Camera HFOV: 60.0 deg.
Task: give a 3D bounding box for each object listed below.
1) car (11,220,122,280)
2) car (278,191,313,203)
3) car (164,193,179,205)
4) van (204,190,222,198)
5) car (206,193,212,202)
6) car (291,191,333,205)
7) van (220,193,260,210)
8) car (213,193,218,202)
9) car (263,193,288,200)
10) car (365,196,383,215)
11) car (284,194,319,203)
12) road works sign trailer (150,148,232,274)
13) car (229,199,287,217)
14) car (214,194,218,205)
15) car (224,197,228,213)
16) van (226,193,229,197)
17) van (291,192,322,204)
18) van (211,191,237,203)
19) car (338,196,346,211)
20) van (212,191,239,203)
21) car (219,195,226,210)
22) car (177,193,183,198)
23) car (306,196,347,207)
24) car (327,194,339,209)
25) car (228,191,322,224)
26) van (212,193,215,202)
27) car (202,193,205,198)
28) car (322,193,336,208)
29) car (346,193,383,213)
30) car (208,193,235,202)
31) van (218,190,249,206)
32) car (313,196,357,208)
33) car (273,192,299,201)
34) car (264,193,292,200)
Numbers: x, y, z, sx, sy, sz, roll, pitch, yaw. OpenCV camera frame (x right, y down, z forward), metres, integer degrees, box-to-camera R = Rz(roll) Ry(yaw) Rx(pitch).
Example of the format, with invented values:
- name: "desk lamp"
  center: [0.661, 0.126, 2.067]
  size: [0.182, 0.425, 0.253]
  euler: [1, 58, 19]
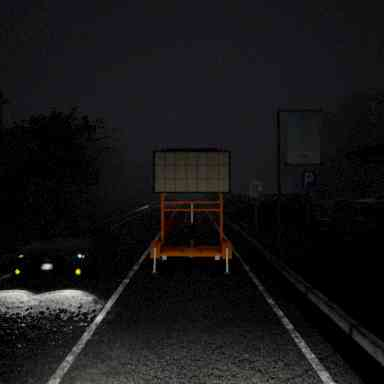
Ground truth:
- name: "car"
  center: [-3.372, 1.538, 9.737]
  size: [1.994, 1.385, 4.181]
  euler: [0, 0, 0]
- name: "car"
  center: [18.654, 0.833, 60.276]
  size: [5.566, 2.045, 2.435]
  euler: [0, 1, 0]
- name: "car"
  center: [-3.464, 1.292, 50.954]
  size: [1.895, 1.301, 4.718]
  euler: [0, 1, 0]
- name: "van"
  center: [5.338, 0.540, 84.946]
  size: [4.442, 1.987, 1.878]
  euler: [0, 1, 0]
- name: "car"
  center: [5.540, 0.911, 54.112]
  size: [5.566, 2.045, 2.435]
  euler: [0, 1, 0]
- name: "car"
  center: [18.684, 0.940, 51.949]
  size: [5.566, 2.045, 2.435]
  euler: [0, 1, 0]
- name: "van"
  center: [5.736, 1.075, 40.092]
  size: [4.442, 1.987, 1.878]
  euler: [0, 0, 0]
- name: "car"
  center: [5.596, 1.297, 45.704]
  size: [4.674, 1.452, 2.002]
  euler: [0, 1, 0]
- name: "car"
  center: [18.580, 0.907, 74.157]
  size: [4.892, 1.521, 2.231]
  euler: [0, 1, 0]
- name: "car"
  center: [18.743, 1.360, 29.741]
  size: [5.008, 1.535, 2.097]
  euler: [0, 0, 0]
- name: "car"
  center: [18.821, 1.117, 57.504]
  size: [5.366, 1.575, 1.946]
  euler: [0, 1, 0]
- name: "road works sign trailer"
  center: [0.002, 0.435, 10.495]
  size: [2.380, 3.560, 2.880]
  euler: [0, 0, 2]
- name: "car"
  center: [5.664, 1.404, 28.878]
  size: [4.674, 1.452, 2.002]
  euler: [0, 0, 0]
- name: "car"
  center: [5.639, 1.312, 42.897]
  size: [4.792, 1.488, 2.163]
  euler: [0, 0, 0]
- name: "car"
  center: [5.486, 1.375, 26.074]
  size: [5.366, 1.575, 1.946]
  euler: [0, 0, 0]
- name: "van"
  center: [5.767, 1.124, 31.681]
  size: [4.442, 1.987, 1.878]
  euler: [0, 0, 0]
- name: "van"
  center: [18.762, 0.930, 54.726]
  size: [4.442, 1.987, 1.878]
  euler: [0, 1, 0]
- name: "van"
  center: [5.664, 0.864, 59.720]
  size: [4.442, 1.987, 1.878]
  euler: [0, 1, 0]
- name: "car"
  center: [18.711, 1.334, 35.291]
  size: [4.892, 1.521, 2.231]
  euler: [0, 0, 0]
- name: "van"
  center: [5.674, 0.900, 56.917]
  size: [4.442, 1.987, 1.878]
  euler: [0, 1, 0]
- name: "car"
  center: [5.635, 1.335, 34.485]
  size: [5.008, 1.535, 2.097]
  euler: [0, 0, 0]
- name: "car"
  center: [-3.452, 0.486, 87.078]
  size: [2.150, 2.045, 5.566]
  euler: [0, 1, 0]
- name: "car"
  center: [18.705, 1.280, 46.401]
  size: [4.792, 1.488, 2.163]
  euler: [0, 1, 0]
- name: "car"
  center: [18.701, 1.316, 38.069]
  size: [5.008, 1.535, 2.097]
  euler: [0, 0, 0]
- name: "car"
  center: [5.653, 1.140, 23.270]
  size: [5.566, 2.045, 2.435]
  euler: [0, 0, 0]
- name: "van"
  center: [5.695, 0.972, 51.312]
  size: [4.442, 1.987, 1.878]
  euler: [0, 1, 0]
- name: "car"
  center: [5.477, 0.694, 70.931]
  size: [5.566, 2.045, 2.435]
  euler: [0, 1, 0]
- name: "car"
  center: [18.881, 1.294, 40.847]
  size: [5.366, 1.575, 1.946]
  euler: [0, 0, 0]
- name: "car"
  center: [18.699, 1.095, 32.515]
  size: [5.566, 2.045, 2.435]
  euler: [0, 0, 0]
- name: "car"
  center: [5.531, 1.055, 62.526]
  size: [4.892, 1.521, 2.231]
  euler: [0, 1, 0]
- name: "van"
  center: [5.513, 1.094, 37.290]
  size: [4.442, 1.987, 1.878]
  euler: [0, 0, 0]
- name: "car"
  center: [18.657, 1.308, 43.618]
  size: [4.792, 1.488, 2.163]
  euler: [0, 1, 0]
- name: "car"
  center: [18.636, 0.887, 65.829]
  size: [4.553, 1.767, 2.185]
  euler: [0, 1, 0]
- name: "car"
  center: [18.399, 0.938, 71.380]
  size: [5.366, 1.575, 1.946]
  euler: [0, 1, 0]
